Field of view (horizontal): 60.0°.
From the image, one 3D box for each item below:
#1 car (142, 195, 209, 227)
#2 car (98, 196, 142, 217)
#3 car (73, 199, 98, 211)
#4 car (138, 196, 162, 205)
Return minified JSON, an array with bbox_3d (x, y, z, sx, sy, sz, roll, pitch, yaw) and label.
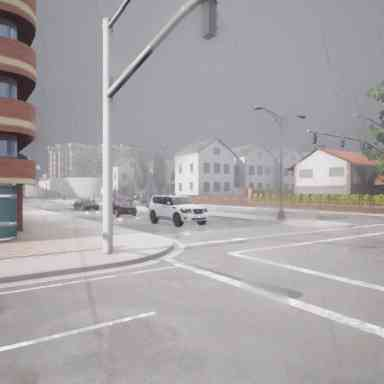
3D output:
[{"bbox_3d":[-1.110,1.221,23.468,2.150,2.045,5.566,0,0,-35],"label":"car"},{"bbox_3d":[-7.013,1.476,32.010,1.882,1.535,5.008,0,0,-34],"label":"car"},{"bbox_3d":[-13.053,1.547,40.772,2.033,1.411,5.357,0,0,-35],"label":"car"},{"bbox_3d":[-7.573,1.547,59.567,2.033,1.411,5.357,0,0,-35],"label":"car"}]
